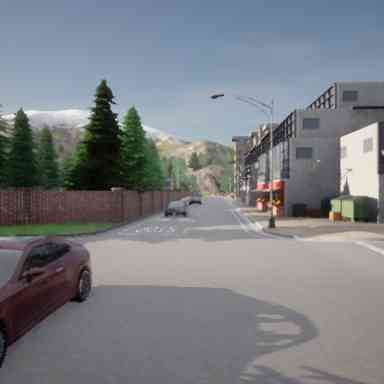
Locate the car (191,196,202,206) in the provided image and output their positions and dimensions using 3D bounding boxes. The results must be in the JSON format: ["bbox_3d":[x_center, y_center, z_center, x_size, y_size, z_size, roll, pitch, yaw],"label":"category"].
[{"bbox_3d":[0.649,1.411,55.542,1.882,1.535,5.008,0,0,4],"label":"car"}]

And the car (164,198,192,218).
[{"bbox_3d":[-1.303,1.519,30.051,1.812,1.442,4.674,0,0,4],"label":"car"}]

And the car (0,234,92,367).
[{"bbox_3d":[-3.167,1.513,5.534,1.812,1.442,4.674,0,0,4],"label":"car"}]
